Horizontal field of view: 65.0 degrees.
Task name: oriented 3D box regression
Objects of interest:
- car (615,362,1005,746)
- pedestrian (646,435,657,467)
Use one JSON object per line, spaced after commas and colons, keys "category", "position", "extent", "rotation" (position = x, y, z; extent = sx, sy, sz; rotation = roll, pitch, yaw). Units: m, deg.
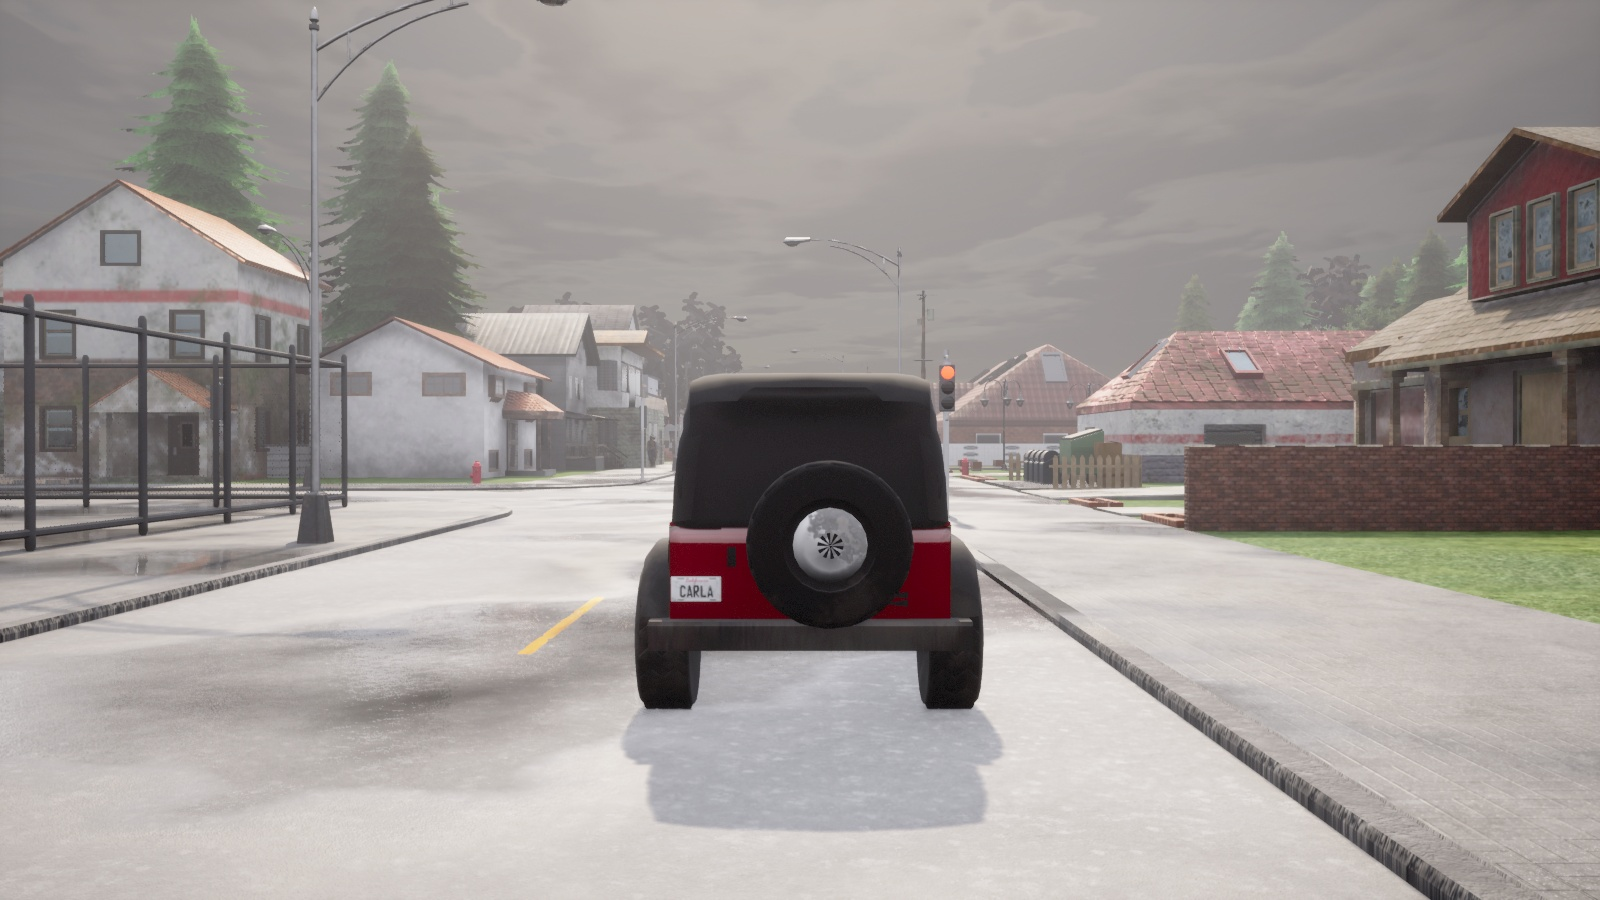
{"category": "car", "position": [0.055, 0.497, 8.079], "extent": [1.905, 1.878, 3.866], "rotation": [0, 0, 0]}
{"category": "pedestrian", "position": [-8.358, 0.051, 70.577], "extent": [0.328, 1.805, 0.869], "rotation": [0, 0, 13]}
